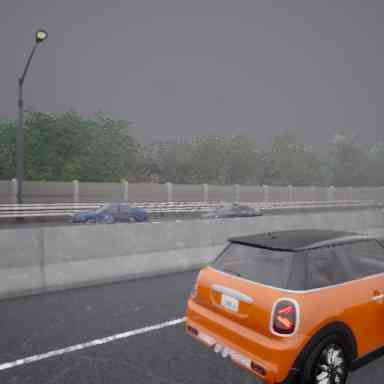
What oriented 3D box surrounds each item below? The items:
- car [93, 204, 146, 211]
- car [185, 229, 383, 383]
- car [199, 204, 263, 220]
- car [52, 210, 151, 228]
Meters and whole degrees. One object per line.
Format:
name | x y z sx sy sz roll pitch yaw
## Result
car | -5.288 1.535 21.683 5.008 1.535 1.882 0 0 -35
car | 2.195 1.387 5.289 4.553 1.767 2.097 0 0 -35
car | 2.755 1.627 23.037 4.892 1.490 1.837 1 -1 -35
car | -3.558 1.638 14.343 4.718 1.301 1.895 1 0 -35
